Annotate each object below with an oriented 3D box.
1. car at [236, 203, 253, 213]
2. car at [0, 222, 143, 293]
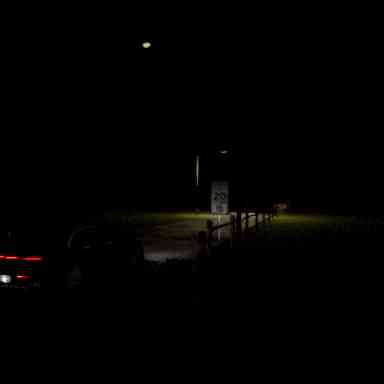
[{"bbox_3d":[7.926,2.349,49.942,1.994,1.385,4.181,0,-1,19],"label":"car"},{"bbox_3d":[-3.072,1.581,9.167,1.837,1.490,4.892,0,-1,19],"label":"car"}]
